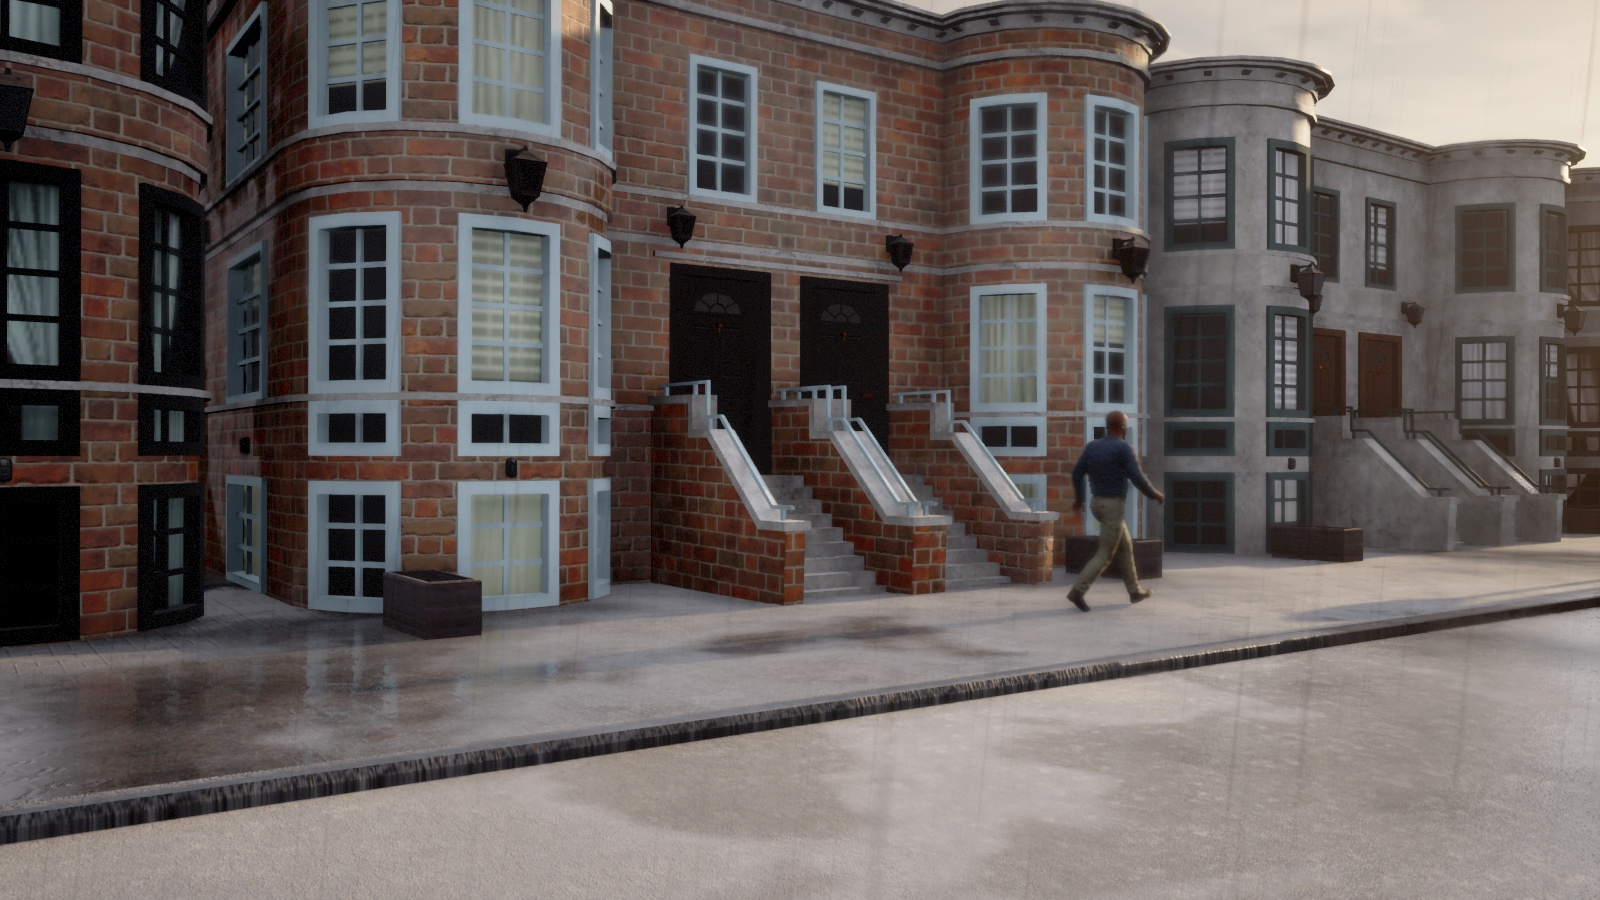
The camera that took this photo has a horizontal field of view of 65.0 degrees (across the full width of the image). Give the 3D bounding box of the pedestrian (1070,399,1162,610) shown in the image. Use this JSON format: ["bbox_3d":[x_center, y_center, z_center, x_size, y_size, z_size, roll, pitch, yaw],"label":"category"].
[{"bbox_3d":[2.827,0.476,11.231,0.726,1.835,0.370,0,0,-26],"label":"pedestrian"}]
